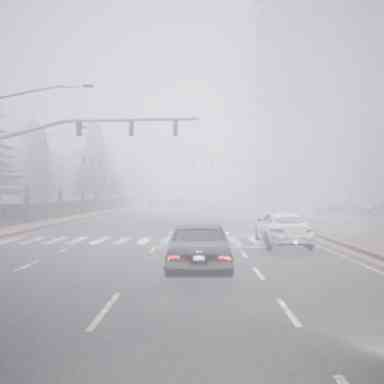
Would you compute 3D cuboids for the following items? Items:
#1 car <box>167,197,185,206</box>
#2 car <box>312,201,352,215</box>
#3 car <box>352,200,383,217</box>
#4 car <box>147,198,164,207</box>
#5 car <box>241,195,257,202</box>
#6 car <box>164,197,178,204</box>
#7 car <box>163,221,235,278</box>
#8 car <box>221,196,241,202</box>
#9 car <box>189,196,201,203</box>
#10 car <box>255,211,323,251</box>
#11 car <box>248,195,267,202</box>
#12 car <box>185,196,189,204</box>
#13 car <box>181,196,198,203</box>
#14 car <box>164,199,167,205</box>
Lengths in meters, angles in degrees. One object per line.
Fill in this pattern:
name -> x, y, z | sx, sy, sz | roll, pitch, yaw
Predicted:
car -> -2.718, 1.713, 58.468 | 1.882, 1.535, 5.008 | 0, 0, 1
car -> 15.907, 1.702, 36.977 | 4.902, 1.511, 2.128 | 0, 0, 1
car -> 19.168, 1.549, 33.444 | 4.553, 1.767, 2.097 | 0, 0, 0
car -> -6.267, 1.823, 55.598 | 1.895, 1.301, 4.718 | 0, 0, 1
car -> 14.610, 1.889, 85.151 | 5.357, 1.411, 2.033 | 0, 0, -37
car -> -4.682, 1.893, 74.239 | 1.895, 1.301, 4.718 | 0, 0, 13
car -> 0.212, 1.589, 10.219 | 2.033, 1.411, 5.357 | 0, 0, 1
car -> 9.589, 1.873, 85.379 | 2.128, 1.511, 4.902 | 0, 0, 44
car -> 0.556, 1.912, 78.416 | 1.895, 1.301, 4.718 | 0, 0, 22
car -> 3.885, 1.585, 14.392 | 1.812, 1.442, 4.674 | 0, 0, 3
car -> 17.963, 1.730, 91.303 | 4.553, 1.767, 2.097 | 0, 0, -23
car -> -2.265, 1.779, 68.588 | 1.837, 1.490, 4.892 | 0, 0, 3
car -> -0.673, 1.815, 83.541 | 1.882, 1.535, 5.008 | 0, 0, 31
car -> -6.044, 1.822, 64.405 | 1.994, 1.385, 4.181 | 0, 0, 2
